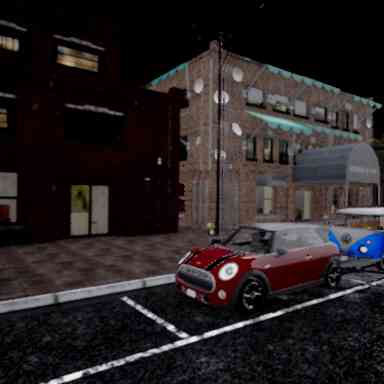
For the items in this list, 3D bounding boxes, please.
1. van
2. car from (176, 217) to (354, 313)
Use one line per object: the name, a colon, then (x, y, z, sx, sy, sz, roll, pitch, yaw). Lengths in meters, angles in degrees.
van: (6.130, 1.407, 10.915, 3.998, 1.788, 1.690, 0, 0, -35)
car: (1.616, 1.474, 7.698, 4.097, 1.590, 1.967, 0, 0, -35)
